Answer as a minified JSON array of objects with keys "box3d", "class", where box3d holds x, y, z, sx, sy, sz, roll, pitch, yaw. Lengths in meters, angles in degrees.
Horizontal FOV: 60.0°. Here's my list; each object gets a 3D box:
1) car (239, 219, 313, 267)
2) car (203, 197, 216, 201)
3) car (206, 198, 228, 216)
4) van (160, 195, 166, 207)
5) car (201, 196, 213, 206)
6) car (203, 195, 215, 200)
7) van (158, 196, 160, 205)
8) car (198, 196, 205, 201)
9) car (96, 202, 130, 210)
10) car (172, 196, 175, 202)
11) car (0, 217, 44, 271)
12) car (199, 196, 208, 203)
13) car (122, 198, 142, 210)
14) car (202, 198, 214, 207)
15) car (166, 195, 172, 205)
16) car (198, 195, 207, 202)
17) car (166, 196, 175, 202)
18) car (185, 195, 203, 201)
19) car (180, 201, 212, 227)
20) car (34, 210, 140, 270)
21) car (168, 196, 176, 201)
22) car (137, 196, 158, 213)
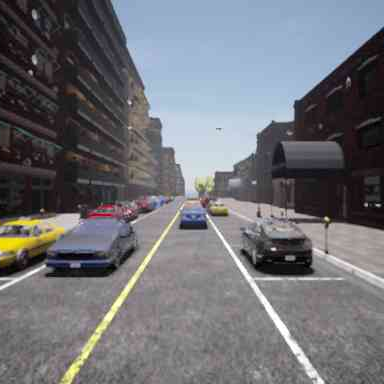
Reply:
[{"box3d":[2.689,1.580,11.287,2.008,1.369,4.403,0,0,0],"class":"car"},{"box3d":[2.679,1.664,38.983,2.008,1.369,4.403,0,0,0],"class":"car"},{"box3d":[2.681,1.620,33.614,1.752,1.417,4.829,0,0,0],"class":"car"},{"box3d":[-5.707,1.515,55.598,1.690,1.788,3.998,0,0,0],"class":"van"},{"box3d":[2.671,1.637,61.140,1.967,1.590,4.097,0,0,0],"class":"car"},{"box3d":[2.676,1.468,50.062,2.192,1.841,5.009,0,0,0],"class":"car"},{"box3d":[-5.703,1.473,44.521,1.690,1.788,3.998,0,0,0],"class":"van"},{"box3d":[2.659,1.926,94.374,1.802,1.307,4.206,0,0,0],"class":"car"},{"box3d":[-5.696,1.605,22.363,1.887,1.381,4.507,0,0,0],"class":"car"},{"box3d":[-5.717,1.857,83.296,1.947,1.339,4.313,0,0,0],"class":"car"},{"box3d":[-5.691,1.554,11.114,1.752,1.417,4.829,0,0,0],"class":"car"},{"box3d":[2.666,1.708,77.759,1.967,1.590,4.097,0,0,0],"class":"car"},{"box3d":[-5.697,1.517,27.901,1.967,1.590,4.097,0,0,0],"class":"car"},{"box3d":[2.673,1.700,55.771,1.752,1.417,4.829,0,0,0],"class":"car"},{"box3d":[-5.711,1.535,66.677,2.192,1.841,5.009,0,0,0],"class":"car"},{"box3d":[2.664,1.607,83.300,2.192,1.841,5.009,0,0,0],"class":"car"},{"box3d":[-5.719,1.868,88.833,2.008,1.369,4.403,0,0,0],"class":"car"},{"box3d":[0.085,1.483,44.597,2.097,1.767,4.553,0,0,0],"class":"car"},{"box3d":[0.092,1.611,23.462,2.033,1.411,5.357,0,0,0],"class":"car"},{"box3d":[-3.090,1.578,11.478,2.033,1.411,5.357,0,0,0],"class":"car"},{"box3d":[-5.721,1.895,94.372,2.008,1.369,4.403,0,0,0],"class":"car"},{"box3d":[-5.701,1.428,38.981,2.192,1.841,5.009,0,0,0],"class":"car"}]
